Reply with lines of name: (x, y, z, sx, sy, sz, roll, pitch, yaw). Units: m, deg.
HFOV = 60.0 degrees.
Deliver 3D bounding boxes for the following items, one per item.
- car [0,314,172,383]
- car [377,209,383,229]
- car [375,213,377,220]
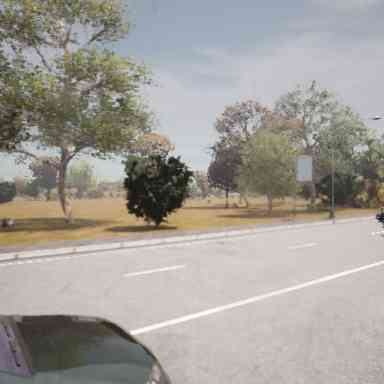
car: (-2.172, 1.571, 2.305, 4.181, 1.385, 1.994, 0, 0, -35)
car: (12.187, 1.662, 18.115, 4.718, 1.301, 1.895, 0, 0, -40)
car: (16.432, 1.633, 26.277, 5.357, 1.411, 2.033, 0, 0, -40)
